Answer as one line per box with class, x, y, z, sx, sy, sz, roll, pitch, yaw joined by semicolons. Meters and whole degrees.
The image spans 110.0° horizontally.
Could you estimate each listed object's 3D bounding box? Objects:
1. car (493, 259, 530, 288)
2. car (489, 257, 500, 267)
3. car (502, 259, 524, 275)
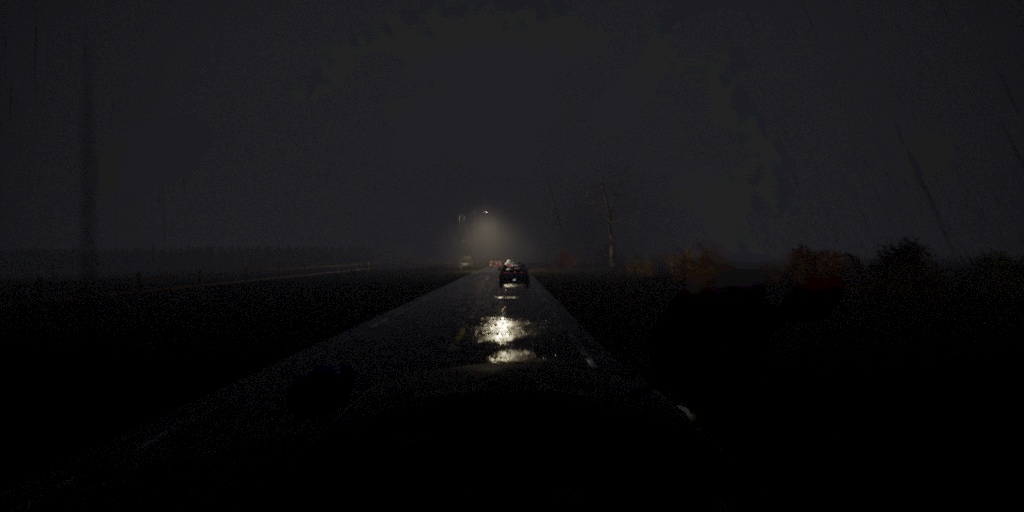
car;0.140;1.173;23.290;2.128;1.511;4.902;-1;0;0
car;-2.724;0.986;61.172;2.097;1.767;4.553;-1;0;0
car;0.118;1.129;38.292;2.128;1.511;4.902;-1;0;0
